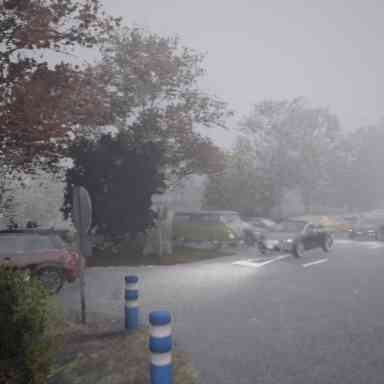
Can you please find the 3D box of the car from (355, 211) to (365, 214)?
[{"bbox_3d":[12.590,2.774,30.239,4.792,1.488,2.163,-3,-3,45],"label":"car"}]

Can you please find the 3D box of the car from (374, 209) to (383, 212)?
[{"bbox_3d":[16.509,2.835,34.213,5.008,1.535,2.097,-3,-3,45],"label":"car"}]

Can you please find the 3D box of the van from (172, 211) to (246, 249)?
[{"bbox_3d":[0.938,2.016,18.418,4.442,1.987,1.878,-2,-3,45],"label":"van"}]

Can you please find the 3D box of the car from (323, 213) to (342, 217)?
[{"bbox_3d":[8.593,2.618,26.530,5.366,1.575,1.946,-3,-4,45],"label":"car"}]

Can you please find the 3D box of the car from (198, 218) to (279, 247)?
[{"bbox_3d":[2.734,2.379,20.388,4.674,1.452,2.002,-3,-4,45],"label":"car"}]

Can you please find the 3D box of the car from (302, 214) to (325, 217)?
[{"bbox_3d":[6.734,2.563,24.440,4.792,1.488,2.163,-3,-4,45],"label":"car"}]

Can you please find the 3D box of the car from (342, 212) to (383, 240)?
[{"bbox_3d":[12.543,2.455,23.233,1.837,1.490,4.892,-3,-3,45],"label":"car"}]

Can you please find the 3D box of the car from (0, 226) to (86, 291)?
[{"bbox_3d":[-5.533,1.896,9.642,4.553,1.767,2.097,0,-1,-8],"label":"car"}]

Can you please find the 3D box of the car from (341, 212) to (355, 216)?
[{"bbox_3d":[10.564,2.690,28.510,5.366,1.575,1.946,-3,-4,45],"label":"car"}]

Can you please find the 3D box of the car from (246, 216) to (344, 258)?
[{"bbox_3d":[4.962,2.094,15.613,2.128,1.511,4.902,-3,-4,45],"label":"car"}]
